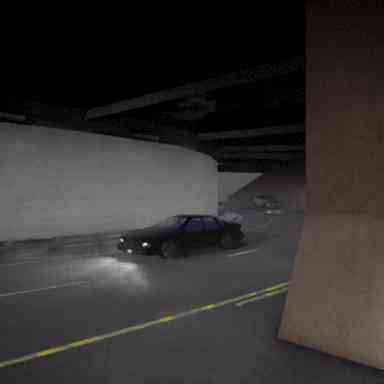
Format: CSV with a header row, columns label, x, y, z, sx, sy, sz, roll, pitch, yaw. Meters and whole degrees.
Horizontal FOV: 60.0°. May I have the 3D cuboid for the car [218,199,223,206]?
label,x,y,z,sx,sy,sz,roll,pitch,yaw
car,4.115,1.793,62.014,2.033,1.411,5.357,0,0,-12

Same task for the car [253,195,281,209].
label,x,y,z,sx,sy,sz,roll,pitch,yaw
car,10.690,1.399,47.896,2.150,2.045,5.566,0,-1,-11

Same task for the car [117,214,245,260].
label,x,y,z,sx,sy,sz,roll,pitch,yaw
car,-0.159,1.602,12.993,5.357,1.411,2.033,0,0,-43
